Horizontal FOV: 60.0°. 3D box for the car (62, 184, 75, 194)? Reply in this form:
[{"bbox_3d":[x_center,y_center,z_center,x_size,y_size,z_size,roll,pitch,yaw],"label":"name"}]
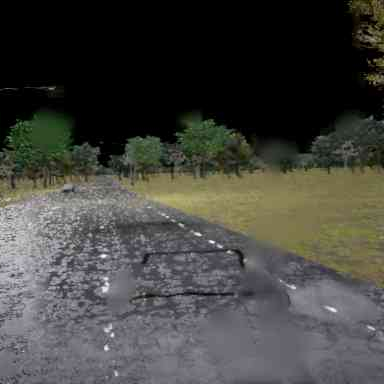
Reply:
[{"bbox_3d":[-21.784,-0.574,58.637,1.882,1.535,5.008,-3,3,-15],"label":"car"}]
